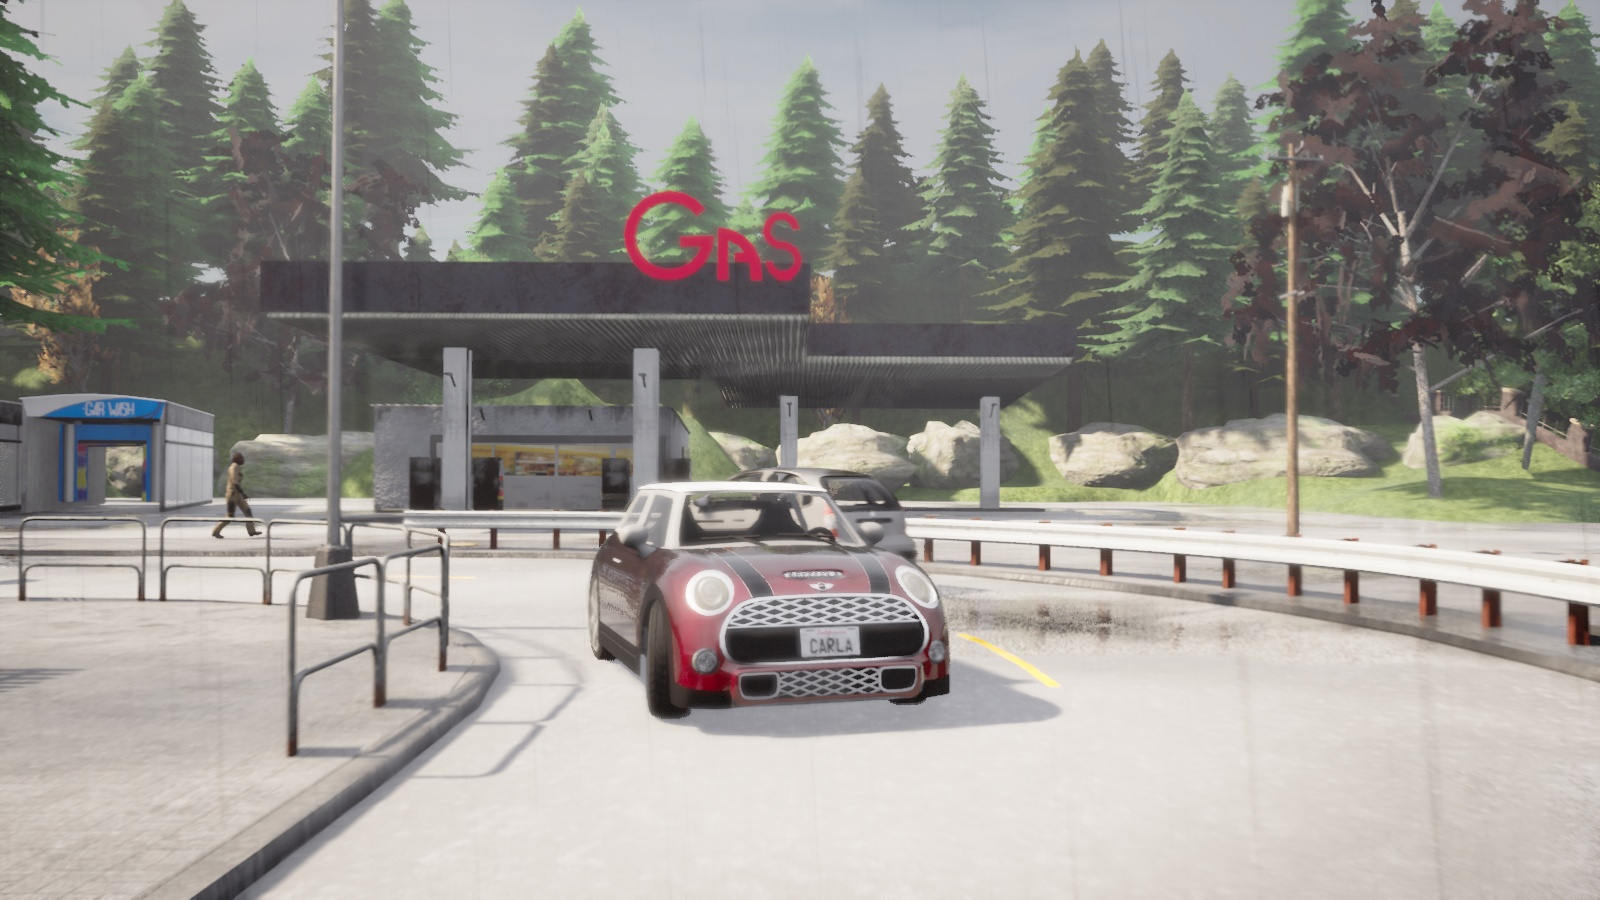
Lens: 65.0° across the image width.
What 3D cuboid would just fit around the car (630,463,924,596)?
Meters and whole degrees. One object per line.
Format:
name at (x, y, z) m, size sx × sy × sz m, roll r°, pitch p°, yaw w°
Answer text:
car at (-0.414, 1.008, 17.413) m, size 1.851 × 1.617 × 3.988 m, roll 1°, pitch -1°, yaw -44°

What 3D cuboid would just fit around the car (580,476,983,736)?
car at (-0.382, 0.938, 9.316) m, size 1.970 × 1.475 × 3.806 m, roll 0°, pitch -1°, yaw -18°

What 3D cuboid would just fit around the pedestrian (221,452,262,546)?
pedestrian at (-11.644, 1.009, 26.177) m, size 0.692 × 1.930 × 0.396 m, roll 0°, pitch -1°, yaw -9°
